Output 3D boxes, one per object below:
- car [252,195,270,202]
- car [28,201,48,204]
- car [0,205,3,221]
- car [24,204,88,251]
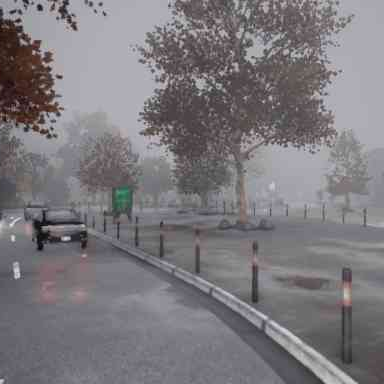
[{"bbox_3d":[19.492,1.926,92.959,4.553,1.767,2.185,0,-1,8],"label":"car"},{"bbox_3d":[-12.669,1.504,27.458,2.128,1.511,4.902,0,0,-22],"label":"car"},{"bbox_3d":[-15.942,1.401,25.868,2.097,1.767,4.553,0,0,-28],"label":"car"},{"bbox_3d":[-5.740,1.475,14.171,2.128,1.511,4.902,0,0,-29],"label":"car"}]
